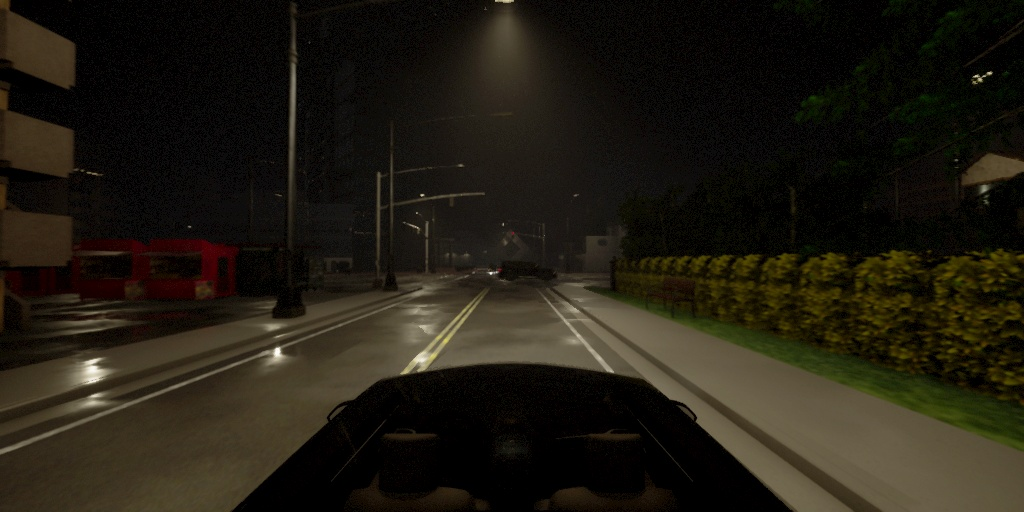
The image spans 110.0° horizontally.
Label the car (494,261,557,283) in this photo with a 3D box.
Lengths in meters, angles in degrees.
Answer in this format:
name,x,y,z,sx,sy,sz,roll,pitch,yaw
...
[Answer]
name,x,y,z,sx,sy,sz,roll,pitch,yaw
car,1.404,1.464,33.891,5.566,2.045,2.150,0,-1,-1
